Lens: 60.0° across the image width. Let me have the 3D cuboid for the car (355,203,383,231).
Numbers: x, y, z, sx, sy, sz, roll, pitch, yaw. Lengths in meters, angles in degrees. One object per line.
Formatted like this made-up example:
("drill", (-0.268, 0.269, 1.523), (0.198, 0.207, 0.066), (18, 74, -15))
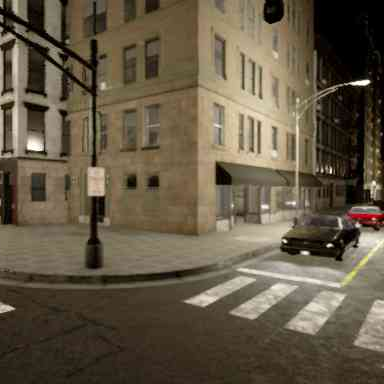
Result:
("car", (10.606, 1.561, 20.369), (1.895, 1.301, 4.718), (1, 0, 36))

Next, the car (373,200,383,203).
("car", (16.205, 1.457, 28.218), (1.837, 1.490, 4.892), (1, 0, 35))

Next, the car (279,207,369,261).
("car", (5.052, 1.514, 12.561), (2.033, 1.411, 5.357), (1, 0, 35))
